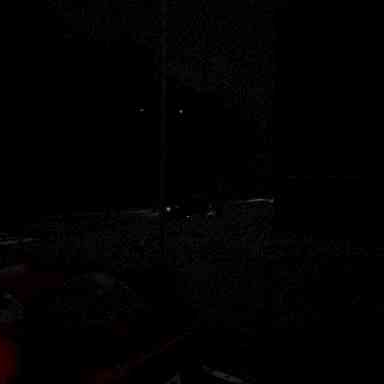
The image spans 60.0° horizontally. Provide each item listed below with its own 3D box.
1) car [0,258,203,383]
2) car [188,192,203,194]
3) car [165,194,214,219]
[{"bbox_3d":[-1.988,1.540,4.215,4.507,1.381,1.887,0,1,36],"label":"car"},{"bbox_3d":[0.109,0.823,30.193,1.882,1.535,5.008,1,2,36],"label":"car"},{"bbox_3d":[-0.461,1.079,24.275,1.994,1.385,4.181,1,2,35],"label":"car"}]
